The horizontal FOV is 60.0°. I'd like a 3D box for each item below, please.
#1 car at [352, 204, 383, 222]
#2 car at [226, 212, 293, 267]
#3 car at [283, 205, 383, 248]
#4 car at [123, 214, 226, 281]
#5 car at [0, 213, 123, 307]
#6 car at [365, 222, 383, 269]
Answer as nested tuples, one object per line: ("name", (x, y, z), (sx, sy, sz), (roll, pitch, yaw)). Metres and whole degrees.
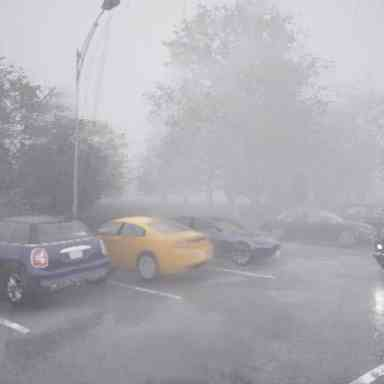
("car", (8.035, 1.394, 16.658), (4.553, 1.767, 2.185), (-1, -1, 36))
("car", (0.694, 1.526, 11.610), (4.792, 1.488, 2.163), (-1, -1, 35))
("car", (5.555, 1.513, 15.015), (4.892, 1.521, 2.231), (-1, -1, 35))
("car", (-1.764, 1.491, 9.919), (5.008, 1.535, 2.097), (-1, -1, 35))
("car", (-4.172, 1.360, 8.189), (4.553, 1.767, 2.185), (-1, -1, 35))
("car", (7.437, 1.621, 9.944), (4.718, 1.301, 1.895), (0, 0, -34))
